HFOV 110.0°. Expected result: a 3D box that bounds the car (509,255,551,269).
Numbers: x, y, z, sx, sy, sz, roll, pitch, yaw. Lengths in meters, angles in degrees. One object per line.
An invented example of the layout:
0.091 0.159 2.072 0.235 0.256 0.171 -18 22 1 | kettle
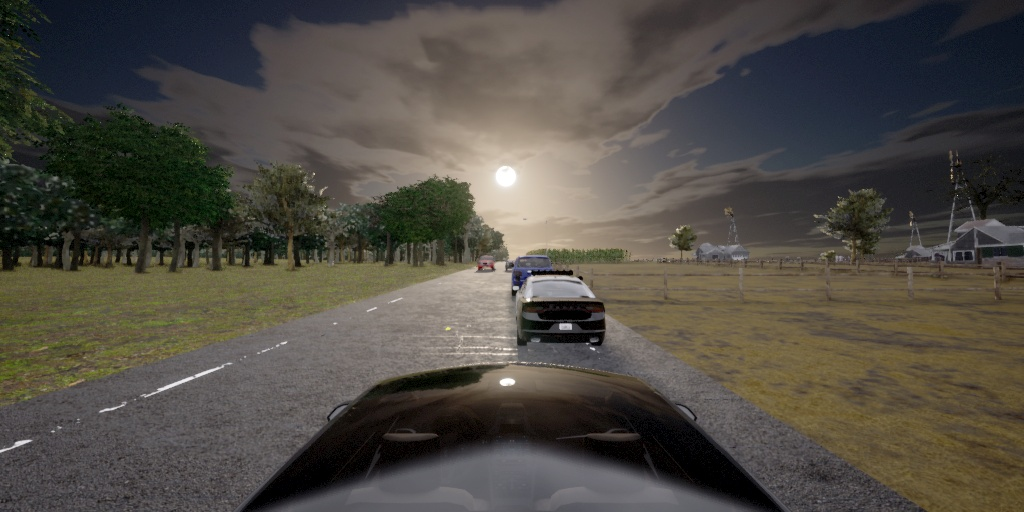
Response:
1.052 0.982 19.534 2.150 2.045 5.566 0 0 0 | car

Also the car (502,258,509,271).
0.042 1.250 50.110 2.128 1.511 4.902 0 0 1 | car

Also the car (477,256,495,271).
-3.496 0.981 49.299 2.150 2.045 5.566 0 0 0 | car

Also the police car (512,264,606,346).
1.050 1.180 9.602 1.930 1.638 5.238 0 0 0 | police car
